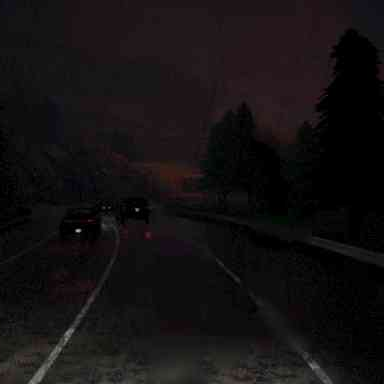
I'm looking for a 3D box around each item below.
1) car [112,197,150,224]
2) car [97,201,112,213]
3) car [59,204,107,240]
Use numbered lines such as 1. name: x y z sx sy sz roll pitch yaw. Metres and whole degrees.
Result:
1. car: -4.865 1.402 26.716 2.150 2.045 5.566 0 0 -19
2. car: -10.333 1.816 39.204 2.033 1.411 5.357 0 0 -27
3. car: -5.924 1.618 18.056 2.128 1.511 4.902 0 0 -13
